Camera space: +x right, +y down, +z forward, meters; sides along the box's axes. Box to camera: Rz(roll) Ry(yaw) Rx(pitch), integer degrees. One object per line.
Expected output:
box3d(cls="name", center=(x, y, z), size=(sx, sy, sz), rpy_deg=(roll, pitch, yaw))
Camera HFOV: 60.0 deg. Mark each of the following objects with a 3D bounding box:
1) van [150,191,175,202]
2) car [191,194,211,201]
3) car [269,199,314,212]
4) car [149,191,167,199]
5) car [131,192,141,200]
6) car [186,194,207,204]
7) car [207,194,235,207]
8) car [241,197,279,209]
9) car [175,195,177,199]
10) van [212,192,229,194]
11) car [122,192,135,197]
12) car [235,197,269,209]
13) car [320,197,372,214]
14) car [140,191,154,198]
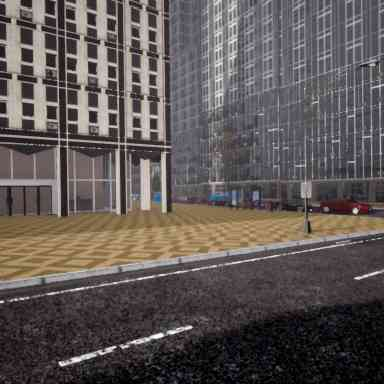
box3d(cls="van", center=(-5.218, 0.936, 58.681), size=(1.690, 1.788, 3.998), rpy_deg=(0, 1, -34))
box3d(cls="car", center=(1.698, 1.042, 63.414), size=(1.802, 1.307, 4.206), rpy_deg=(-1, 1, -34))
box3d(cls="car", center=(10.721, 1.423, 35.157), size=(1.947, 1.339, 4.313), rpy_deg=(-1, 1, -34))
box3d(cls="car", center=(-7.931, 0.614, 77.483), size=(2.192, 1.841, 5.009), rpy_deg=(0, 1, -34))
box3d(cls="car", center=(-11.638, 1.039, 68.065), size=(2.008, 1.369, 4.403), rpy_deg=(0, 1, -34))
box3d(cls="car", center=(0.836, 1.180, 54.448), size=(1.994, 1.385, 4.181), rpy_deg=(-1, 1, -34))
box3d(cls="car", center=(4.365, 1.318, 44.583), size=(1.947, 1.339, 4.313), rpy_deg=(-1, 1, -34))
box3d(cls="car", center=(8.695, 1.346, 42.925), size=(1.895, 1.301, 4.718), rpy_deg=(-1, 1, -34))
box3d(cls="car", center=(-4.721, 0.935, 72.796), size=(1.802, 1.307, 4.206), rpy_deg=(0, 1, -34))
box3d(cls="van", center=(4.907, 0.854, 58.720), size=(1.690, 1.788, 3.998), rpy_deg=(-1, 1, -34))
box3d(cls="car", center=(-17.559, 0.687, 91.558), size=(2.008, 1.369, 4.403), rpy_deg=(0, 1, -34))
box3d(cls="car", center=(7.526, 1.387, 39.860), size=(1.802, 1.307, 4.206), rpy_deg=(-1, 1, -34))
box3d(cls="car", center=(15.299, 1.329, 33.255), size=(1.882, 1.535, 5.008), rpy_deg=(-1, 1, -34))
box3d(cls="car", center=(-11.140, 0.685, 82.175), size=(1.967, 1.590, 4.097), rpy_deg=(0, 1, -34))
